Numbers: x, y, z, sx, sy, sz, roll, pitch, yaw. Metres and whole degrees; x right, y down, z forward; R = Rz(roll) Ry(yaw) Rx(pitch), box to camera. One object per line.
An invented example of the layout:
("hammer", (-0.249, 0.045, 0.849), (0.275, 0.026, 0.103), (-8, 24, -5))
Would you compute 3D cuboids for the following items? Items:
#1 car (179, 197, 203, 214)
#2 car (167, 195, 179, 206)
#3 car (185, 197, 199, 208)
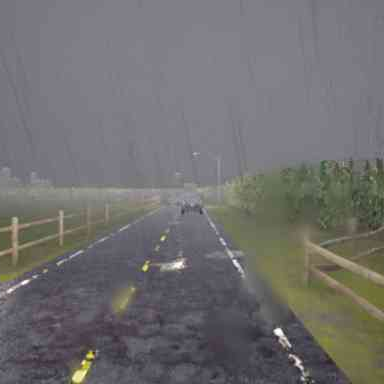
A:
("car", (0.009, 1.267, 34.065), (2.097, 1.767, 4.553), (0, 0, 0))
("car", (-2.749, 1.283, 51.184), (1.837, 1.490, 4.892), (0, 0, 0))
("car", (0.043, 1.439, 47.313), (1.994, 1.385, 4.181), (0, 0, 1))
